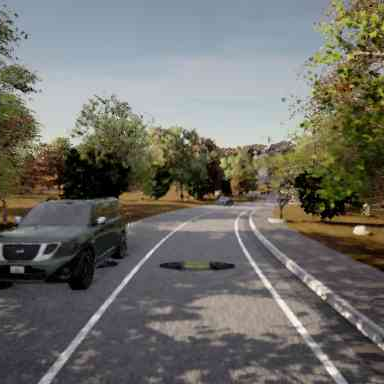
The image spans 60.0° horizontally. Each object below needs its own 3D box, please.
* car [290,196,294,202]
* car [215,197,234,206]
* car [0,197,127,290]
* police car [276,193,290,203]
[{"bbox_3d":[24.162,1.625,84.140,2.097,1.767,4.553,2,1,22],"label":"car"},{"bbox_3d":[5.259,1.483,52.791,2.033,1.411,5.357,2,0,21],"label":"car"},{"bbox_3d":[-3.394,1.196,9.428,2.150,2.045,5.566,0,0,2],"label":"car"},{"bbox_3d":[20.109,1.656,74.978,1.930,1.638,5.238,2,1,25],"label":"police car"}]
